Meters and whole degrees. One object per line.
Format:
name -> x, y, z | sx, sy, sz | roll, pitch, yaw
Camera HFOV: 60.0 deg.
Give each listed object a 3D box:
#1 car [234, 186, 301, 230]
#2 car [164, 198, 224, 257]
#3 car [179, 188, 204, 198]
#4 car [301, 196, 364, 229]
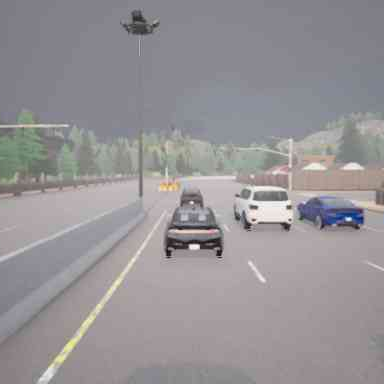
car -> 3.522, 0.693, 17.266 | 2.150, 2.045, 5.566 | 0, 3, 0
car -> 0.050, 1.247, 11.938 | 2.128, 1.511, 4.902 | 0, 3, 0
car -> -0.032, 0.409, 27.540 | 1.837, 1.490, 4.892 | 0, 4, 0
car -> 7.023, 0.943, 17.398 | 1.882, 1.535, 5.008 | 0, 3, 0
